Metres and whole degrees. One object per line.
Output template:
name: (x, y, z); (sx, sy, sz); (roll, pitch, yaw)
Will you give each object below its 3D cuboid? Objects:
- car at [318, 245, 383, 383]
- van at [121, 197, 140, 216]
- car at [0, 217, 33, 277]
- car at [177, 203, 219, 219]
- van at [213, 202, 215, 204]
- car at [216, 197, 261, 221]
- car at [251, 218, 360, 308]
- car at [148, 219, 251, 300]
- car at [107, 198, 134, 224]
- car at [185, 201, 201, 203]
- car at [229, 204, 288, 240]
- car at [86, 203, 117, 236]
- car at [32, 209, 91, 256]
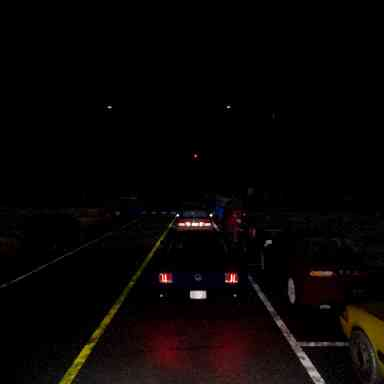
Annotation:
car: (2.765, 1.525, 2.482); (1.752, 1.417, 4.829); (0, 0, 0)
van: (-5.704, 1.346, 29.518); (1.690, 1.788, 3.998); (0, 0, 0)
car: (-5.750, 1.526, 7.598); (1.752, 1.417, 4.829); (0, 0, 0)
car: (0.134, 1.549, 17.930); (2.033, 1.411, 5.357); (0, 0, 0)
van: (2.822, 1.346, 29.500); (1.690, 1.788, 3.998); (0, 0, 0)
car: (2.799, 1.317, 18.625); (2.192, 1.841, 5.009); (0, 0, 0)
car: (2.776, 1.545, 7.750); (1.887, 1.381, 4.507); (0, 0, 0)
car: (0.118, 1.601, 8.340); (1.895, 1.301, 4.718); (0, 0, 0)
car: (-5.715, 1.443, 24.080); (1.967, 1.590, 4.097); (0, 0, 0)
car: (0.055, 1.482, 27.758); (1.882, 1.535, 5.008); (0, 0, 0)
car: (2.787, 1.441, 13.187); (1.967, 1.590, 4.097); (0, 0, 0)
car: (-5.727, 1.527, 18.473); (1.752, 1.417, 4.829); (0, 0, 0)
car: (-5.738, 1.567, 13.205); (1.947, 1.339, 4.313); (0, 0, 0)
